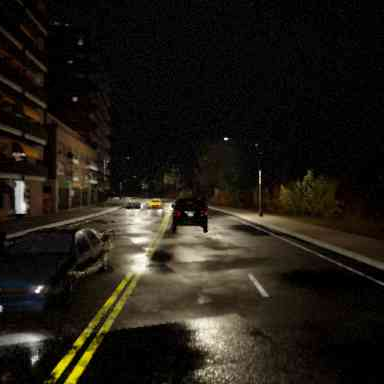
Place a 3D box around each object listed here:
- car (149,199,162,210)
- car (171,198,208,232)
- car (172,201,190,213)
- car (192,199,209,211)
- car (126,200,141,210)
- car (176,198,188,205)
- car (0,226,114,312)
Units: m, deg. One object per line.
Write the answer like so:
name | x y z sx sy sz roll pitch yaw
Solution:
car | -5.578 1.876 50.911 1.882 1.535 5.008 0 0 -5
car | -0.187 1.413 21.693 2.150 2.045 5.566 0 -1 -2
car | -1.482 1.915 43.702 2.033 1.411 5.357 0 0 -5
car | 1.223 1.908 49.619 1.882 1.535 5.008 0 -1 -5
car | -8.813 1.939 50.580 1.994 1.385 4.181 0 0 -5
car | -2.391 2.164 78.366 2.033 1.411 5.357 0 0 -9
car | -3.340 1.599 8.261 2.033 1.411 5.357 0 0 0
